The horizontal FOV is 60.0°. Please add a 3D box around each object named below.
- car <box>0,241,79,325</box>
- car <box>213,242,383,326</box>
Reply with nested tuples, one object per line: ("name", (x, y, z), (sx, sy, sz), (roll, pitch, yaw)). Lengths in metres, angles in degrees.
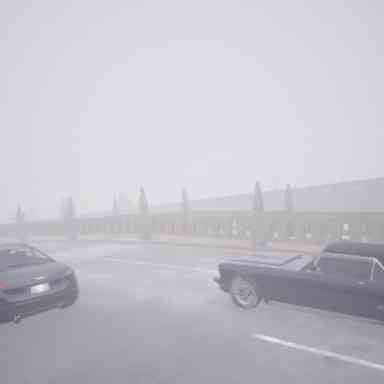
("car", (-4.327, 1.762, 7.077), (4.181, 1.385, 1.994), (-3, -2, 35))
("car", (2.780, 1.624, 6.307), (4.718, 1.301, 1.895), (-1, -1, 35))
